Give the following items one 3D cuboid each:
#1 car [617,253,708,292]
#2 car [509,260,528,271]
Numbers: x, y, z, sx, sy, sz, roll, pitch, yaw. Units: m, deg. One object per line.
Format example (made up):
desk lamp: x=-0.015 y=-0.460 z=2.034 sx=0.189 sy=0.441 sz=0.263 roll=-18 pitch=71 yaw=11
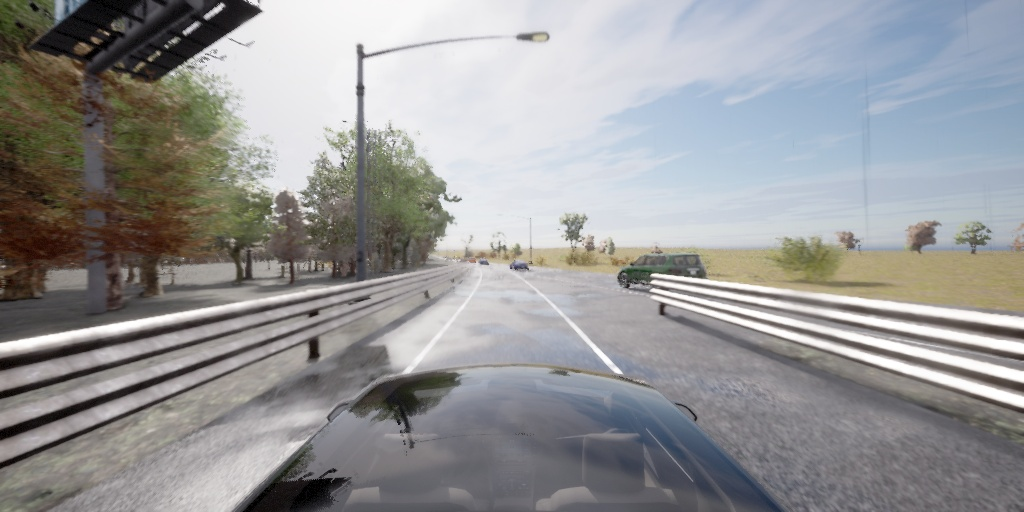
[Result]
car: x=7.895 y=0.881 z=19.399 sx=2.150 sy=2.045 sz=5.566 roll=0 pitch=0 yaw=-13
car: x=0.911 y=1.274 z=49.568 sx=1.812 sy=1.442 sz=4.674 roll=0 pitch=0 yaw=-13
